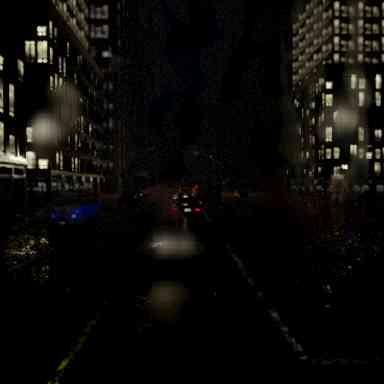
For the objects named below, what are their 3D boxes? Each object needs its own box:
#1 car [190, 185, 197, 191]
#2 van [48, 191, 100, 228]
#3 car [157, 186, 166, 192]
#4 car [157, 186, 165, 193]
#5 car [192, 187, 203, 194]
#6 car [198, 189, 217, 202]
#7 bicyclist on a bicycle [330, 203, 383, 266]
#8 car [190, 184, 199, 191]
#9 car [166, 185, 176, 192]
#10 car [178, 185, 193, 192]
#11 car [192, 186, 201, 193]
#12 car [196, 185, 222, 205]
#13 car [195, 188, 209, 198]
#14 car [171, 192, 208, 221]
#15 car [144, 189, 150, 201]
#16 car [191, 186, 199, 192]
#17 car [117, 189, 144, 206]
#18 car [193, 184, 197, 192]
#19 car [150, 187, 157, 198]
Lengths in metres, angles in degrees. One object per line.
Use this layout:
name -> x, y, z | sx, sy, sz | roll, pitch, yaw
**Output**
car -> 0.479, -1.255, 95.193 | 1.967, 1.590, 4.097 | 0, 2, -1
van -> -6.070, 0.857, 17.495 | 1.690, 1.788, 3.998 | 0, 2, -1
car -> -7.638, -0.778, 83.929 | 1.802, 1.307, 4.206 | 0, 2, -1
car -> -7.377, -0.464, 72.858 | 1.802, 1.307, 4.206 | 0, 2, -1
car -> 1.132, -0.361, 67.519 | 2.008, 1.369, 4.403 | 0, 2, -1
car -> 1.785, 0.415, 39.841 | 1.887, 1.381, 4.507 | 0, 2, -1
bicyclist on a bicycle -> 4.389, 1.084, 8.793 | 1.656, 1.620, 0.582 | -8, 2, -1
car -> 0.610, -1.223, 89.654 | 2.192, 1.841, 5.009 | 0, 2, -1
car -> -4.714, -0.685, 73.837 | 1.837, 1.490, 4.892 | 0, 2, -1
car -> -1.019, 0.105, 48.634 | 1.882, 1.535, 5.008 | 0, 1, -1
car -> 0.997, -0.548, 73.224 | 1.752, 1.417, 4.829 | 0, 2, -1
car -> 1.916, 0.341, 34.299 | 2.192, 1.841, 5.009 | 0, 2, -1
car -> 1.524, 0.123, 50.913 | 1.947, 1.339, 4.313 | 0, 2, -1
car -> -0.358, 0.963, 20.644 | 2.033, 1.411, 5.357 | 0, 2, -1
car -> -6.593, 0.443, 39.643 | 2.008, 1.369, 4.403 | 0, 2, -1
car -> 0.740, -0.816, 84.126 | 1.947, 1.339, 4.313 | 0, 2, -1
car -> -6.463, 0.614, 34.108 | 1.947, 1.339, 4.313 | 0, 2, -1
car -> 1.655, 0.029, 45.371 | 2.192, 1.841, 5.009 | 0, 2, -1
car -> -6.854, 0.161, 50.716 | 1.802, 1.307, 4.206 | 0, 2, -1
